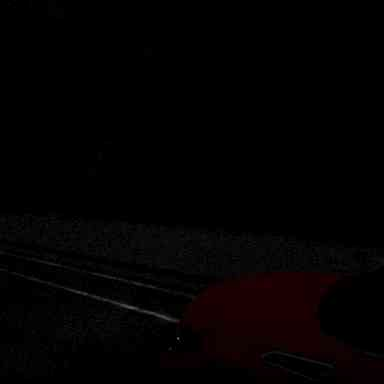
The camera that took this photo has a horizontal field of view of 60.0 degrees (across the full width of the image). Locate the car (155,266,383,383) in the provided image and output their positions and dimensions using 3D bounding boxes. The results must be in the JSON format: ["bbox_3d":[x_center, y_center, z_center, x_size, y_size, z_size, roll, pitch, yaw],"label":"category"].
[{"bbox_3d":[2.341,1.226,2.013,5.566,2.045,2.150,0,0,35],"label":"car"}]
